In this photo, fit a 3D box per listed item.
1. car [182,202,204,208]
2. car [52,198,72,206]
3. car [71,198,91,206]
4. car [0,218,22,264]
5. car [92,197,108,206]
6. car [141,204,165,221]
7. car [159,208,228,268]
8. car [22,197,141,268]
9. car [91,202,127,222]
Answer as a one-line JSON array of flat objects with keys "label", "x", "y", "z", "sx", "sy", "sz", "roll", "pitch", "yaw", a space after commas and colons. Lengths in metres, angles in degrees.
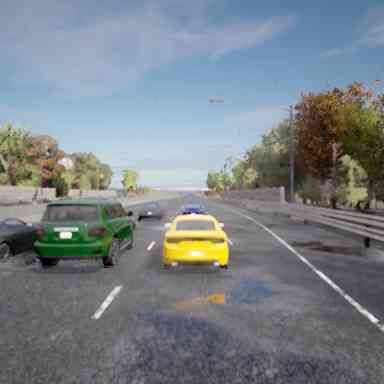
[{"label": "car", "x": 0.104, "y": 1.646, "z": 29.224, "sx": 1.812, "sy": 1.442, "sz": 4.674, "roll": 0, "pitch": 0, "yaw": 0}, {"label": "car", "x": -24.494, "y": 1.806, "z": 62.894, "sx": 1.812, "sy": 1.442, "sz": 4.674, "roll": 0, "pitch": 0, "yaw": 0}, {"label": "car", "x": -20.993, "y": 1.830, "z": 63.373, "sx": 2.033, "sy": 1.411, "sz": 5.357, "roll": 0, "pitch": 0, "yaw": 0}, {"label": "car", "x": -6.900, "y": 1.610, "z": 11.976, "sx": 1.994, "sy": 1.385, "sz": 4.181, "roll": 0, "pitch": 0, "yaw": 0}, {"label": "car", "x": -17.499, "y": 1.782, "z": 63.447, "sx": 1.837, "sy": 1.490, "sz": 4.892, "roll": 0, "pitch": 0, "yaw": 0}, {"label": "car", "x": -3.397, "y": 1.682, "z": 28.755, "sx": 1.994, "sy": 1.385, "sz": 4.181, "roll": 0, "pitch": 0, "yaw": 0}, {"label": "car", "x": 0.101, "y": 1.522, "z": 11.422, "sx": 1.882, "sy": 1.535, "sz": 5.008, "roll": 0, "pitch": 0, "yaw": 0}, {"label": "car", "x": -3.398, "y": 1.266, "z": 11.648, "sx": 2.150, "sy": 2.045, "sz": 5.566, "roll": 0, "pitch": 0, "yaw": 0}, {"label": "car", "x": -6.896, "y": 1.620, "z": 28.209, "sx": 1.837, "sy": 1.490, "sz": 4.892, "roll": 0, "pitch": 0, "yaw": 0}]
